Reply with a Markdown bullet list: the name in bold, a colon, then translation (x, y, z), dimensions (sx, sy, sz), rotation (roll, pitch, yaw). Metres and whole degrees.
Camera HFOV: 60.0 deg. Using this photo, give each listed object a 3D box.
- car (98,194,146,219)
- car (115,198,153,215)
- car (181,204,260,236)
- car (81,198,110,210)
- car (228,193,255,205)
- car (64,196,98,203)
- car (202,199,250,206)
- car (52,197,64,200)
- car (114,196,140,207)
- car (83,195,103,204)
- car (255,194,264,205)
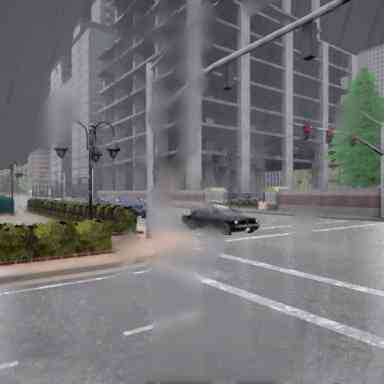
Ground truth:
- **car**: translation (-5.585, 1.169, 27.845), dimensions (2.150, 2.045, 5.566), rotation (0, 0, -36)
- **car**: translation (-6.129, 1.422, 34.552), dimensions (1.882, 1.535, 5.008), rotation (0, 0, -36)
- **car**: translation (1.453, 1.546, 18.160), dimensions (1.895, 1.301, 4.718), rotation (0, 0, -36)
- **car**: translation (-12.770, 1.492, 43.702), dimensions (2.033, 1.411, 5.357), rotation (0, 0, -36)
- **car**: translation (7.110, 1.114, 50.663), dimensions (1.905, 1.878, 3.866), rotation (0, 0, -36)
- **car**: translation (-12.170, 1.492, 36.911), dimensions (2.033, 1.411, 5.357), rotation (0, 0, -36)
- **car**: translation (1.636, 1.470, 23.896), dimensions (1.812, 1.442, 4.674), rotation (0, 0, -37)
- **car**: translation (-18.301, 1.470, 45.397), dimensions (1.812, 1.442, 4.674), rotation (0, 0, -36)
- **car**: translation (-10.349, 1.435, 52.608), dimensions (2.128, 1.511, 4.902), rotation (0, 0, -36)
- **car**: translation (-19.430, 1.436, 65.114), dimensions (2.128, 1.511, 4.902), rotation (0, 0, -36)
- **car**: translation (9.500, 1.114, 52.377), dimensions (1.905, 1.878, 3.866), rotation (0, 0, -36)
